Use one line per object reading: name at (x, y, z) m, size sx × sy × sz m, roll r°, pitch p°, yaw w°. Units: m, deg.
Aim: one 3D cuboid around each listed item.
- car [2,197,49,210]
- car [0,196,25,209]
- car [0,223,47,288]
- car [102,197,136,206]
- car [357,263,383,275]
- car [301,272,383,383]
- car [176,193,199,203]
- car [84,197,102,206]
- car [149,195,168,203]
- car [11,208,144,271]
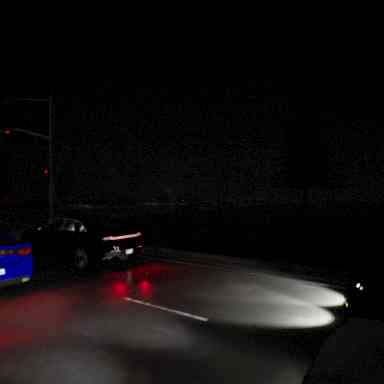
car at (-19.461, 1.598, 39.692) m, size 1.895 × 1.301 × 4.718 m, roll 0°, pitch 0°, yaw 35°
car at (-24.414, 1.349, 44.823) m, size 2.097 × 1.767 × 4.553 m, roll 0°, pitch 0°, yaw 35°
car at (-5.899, 1.477, 8.186) m, size 5.008 × 1.535 × 1.882 m, roll 0°, pitch 0°, yaw 36°
car at (-10.960, 1.489, 51.907) m, size 2.128 × 1.511 × 4.902 m, roll 0°, pitch 0°, yaw 35°
car at (4.616, 1.562, 4.999) m, size 4.181 × 1.385 × 1.994 m, roll 0°, pitch 0°, yaw 36°
car at (3.048, 1.601, 1.819) m, size 4.718 × 1.301 × 1.895 m, roll 0°, pitch 0°, yaw 36°
car at (-0.906, 1.214, 66.215) m, size 2.150 × 2.045 × 5.566 m, roll 0°, pitch 0°, yaw 36°
car at (-15.881, 1.544, 57.089) m, size 2.033 × 1.411 × 5.357 m, roll 0°, pitch 0°, yaw 35°
car at (-7.040, 1.494, 69.622) m, size 1.837 × 1.490 × 4.892 m, roll 0°, pitch 0°, yaw 35°
car at (-3.764, 1.491, 10.962) m, size 4.902 × 1.511 × 2.128 m, roll 0°, pitch 0°, yaw 36°
